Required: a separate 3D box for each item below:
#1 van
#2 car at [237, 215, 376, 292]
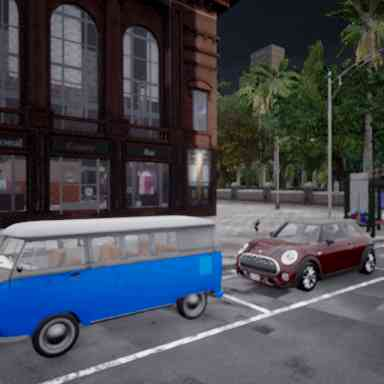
[{"bbox_3d":[-1.321,1.344,5.715,3.998,1.788,1.690,0,0,-36],"label":"van"},{"bbox_3d":[3.082,1.450,8.886,4.097,1.590,1.967,0,0,-36],"label":"car"}]
